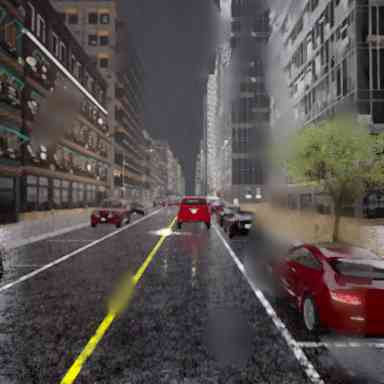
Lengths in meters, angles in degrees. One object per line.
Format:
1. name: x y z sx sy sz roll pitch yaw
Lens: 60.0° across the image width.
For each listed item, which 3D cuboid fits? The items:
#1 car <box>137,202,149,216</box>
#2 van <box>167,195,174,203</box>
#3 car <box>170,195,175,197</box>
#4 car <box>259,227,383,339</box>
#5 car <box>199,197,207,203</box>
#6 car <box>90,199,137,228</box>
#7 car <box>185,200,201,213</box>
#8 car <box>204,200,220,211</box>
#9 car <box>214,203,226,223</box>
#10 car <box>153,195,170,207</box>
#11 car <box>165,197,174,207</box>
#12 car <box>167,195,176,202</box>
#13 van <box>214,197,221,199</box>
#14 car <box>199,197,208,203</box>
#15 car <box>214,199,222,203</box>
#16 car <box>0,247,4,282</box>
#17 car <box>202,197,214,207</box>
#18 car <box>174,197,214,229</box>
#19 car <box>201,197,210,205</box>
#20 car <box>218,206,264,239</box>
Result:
1. car: -5.627 1.759 35.094 1.947 1.339 4.313 1 0 0
2. van: -5.551 1.804 86.374 1.690 1.788 3.998 1 0 0
3. car: -5.561 1.873 80.676 1.967 1.590 4.097 1 0 0
4. car: 2.680 1.620 6.467 1.802 1.307 4.206 1 0 0
5. car: 2.791 2.007 86.236 1.887 1.381 4.507 1 0 0
6. car: -5.638 1.448 23.699 2.192 1.841 5.009 1 0 0
7. car: 0.158 1.732 41.474 1.837 1.490 4.892 0 0 0
8. car: 2.736 1.818 46.352 1.947 1.339 4.313 1 0 0
9. car: 2.704 1.698 23.562 1.947 1.339 4.313 1 0 0
10. car: -5.590 1.628 57.886 2.192 1.841 5.009 1 0 0
11. car: -2.976 1.903 55.736 1.895 1.301 4.718 0 0 1
12. car: -5.543 1.808 92.071 2.192 1.841 5.009 1 0 0
13. van: 2.732 1.564 40.655 1.690 1.788 3.998 1 0 0
14. car: 2.783 1.983 80.539 2.008 1.369 4.403 1 0 0
15. car: 2.720 1.737 34.957 1.887 1.381 4.507 1 0 0
16. car: -5.664 1.479 6.604 1.967 1.590 4.097 1 0 0
17. car: 2.754 1.753 57.749 1.967 1.590 4.097 1 0 0
18. car: 0.133 1.347 23.127 2.150 2.045 5.566 0 -1 0
19. car: 2.768 1.899 69.313 1.752 1.417 4.829 1 0 0
20. car: 2.696 1.667 17.863 1.947 1.339 4.313 1 0 0
